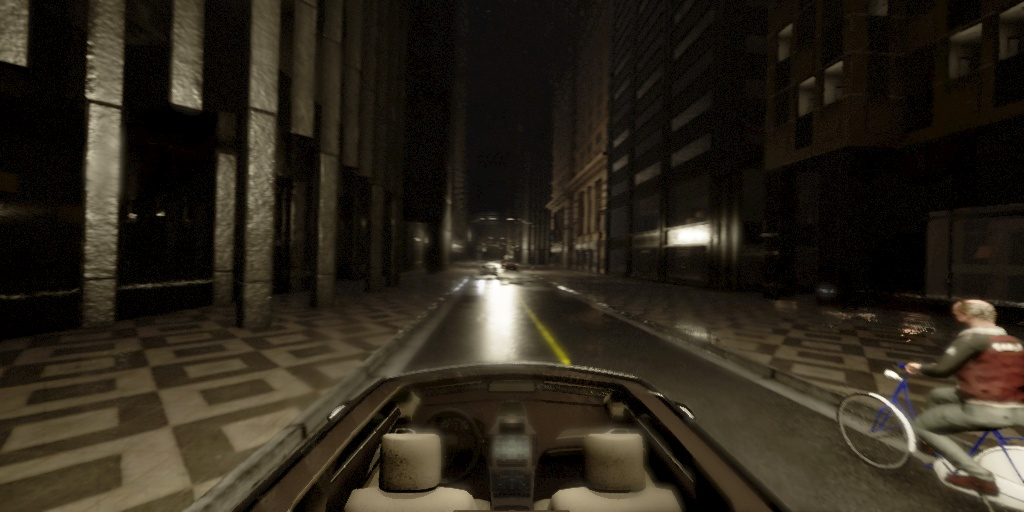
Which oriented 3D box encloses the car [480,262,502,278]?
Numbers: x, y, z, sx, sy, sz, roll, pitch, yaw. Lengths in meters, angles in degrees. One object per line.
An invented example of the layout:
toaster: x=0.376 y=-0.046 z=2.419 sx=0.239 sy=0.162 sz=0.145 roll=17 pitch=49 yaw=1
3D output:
car: x=-2.351 y=1.550 z=37.247 sx=1.895 sy=1.301 sz=4.718 roll=2 pitch=0 yaw=-3

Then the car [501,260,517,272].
car: x=-0.232 y=1.609 z=55.284 sx=1.882 sy=1.535 sz=5.008 roll=2 pitch=0 yaw=-3

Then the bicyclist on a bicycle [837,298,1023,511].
bicyclist on a bicycle: x=3.648 y=1.227 z=3.043 sx=0.659 sy=1.776 sz=1.843 roll=2 pitch=0 yaw=-3
